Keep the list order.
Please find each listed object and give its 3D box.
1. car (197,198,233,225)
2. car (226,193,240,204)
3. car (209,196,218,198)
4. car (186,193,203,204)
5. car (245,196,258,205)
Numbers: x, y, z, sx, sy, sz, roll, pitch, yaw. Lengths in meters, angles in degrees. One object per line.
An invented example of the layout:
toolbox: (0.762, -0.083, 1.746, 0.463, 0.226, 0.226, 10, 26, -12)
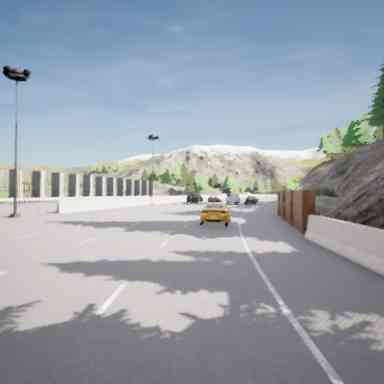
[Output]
car: (1.773, 1.496, 24.193, 1.882, 1.535, 5.008, 0, 0, 9)
car: (7.841, 1.312, 63.753, 2.150, 2.045, 5.566, 1, 0, 17)
car: (4.200, 1.533, 63.747, 2.128, 1.511, 4.902, 1, 0, 17)
car: (0.540, 1.212, 63.789, 2.150, 2.045, 5.566, 1, 0, 17)
car: (11.344, 1.491, 63.194, 2.097, 1.767, 4.553, 1, 0, 17)
